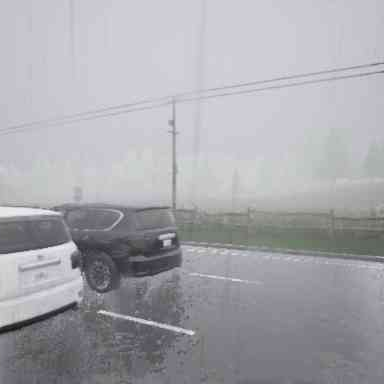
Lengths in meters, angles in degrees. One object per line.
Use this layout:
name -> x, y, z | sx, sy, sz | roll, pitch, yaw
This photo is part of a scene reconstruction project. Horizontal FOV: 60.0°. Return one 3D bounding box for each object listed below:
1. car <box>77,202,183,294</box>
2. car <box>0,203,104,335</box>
car -> -2.903, 1.308, 9.206 | 5.566, 2.045, 2.150 | 0, -1, 30
car -> -4.480, 1.283, 6.076 | 5.566, 2.045, 2.150 | 0, -1, 30
